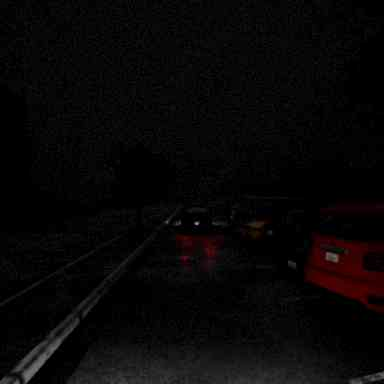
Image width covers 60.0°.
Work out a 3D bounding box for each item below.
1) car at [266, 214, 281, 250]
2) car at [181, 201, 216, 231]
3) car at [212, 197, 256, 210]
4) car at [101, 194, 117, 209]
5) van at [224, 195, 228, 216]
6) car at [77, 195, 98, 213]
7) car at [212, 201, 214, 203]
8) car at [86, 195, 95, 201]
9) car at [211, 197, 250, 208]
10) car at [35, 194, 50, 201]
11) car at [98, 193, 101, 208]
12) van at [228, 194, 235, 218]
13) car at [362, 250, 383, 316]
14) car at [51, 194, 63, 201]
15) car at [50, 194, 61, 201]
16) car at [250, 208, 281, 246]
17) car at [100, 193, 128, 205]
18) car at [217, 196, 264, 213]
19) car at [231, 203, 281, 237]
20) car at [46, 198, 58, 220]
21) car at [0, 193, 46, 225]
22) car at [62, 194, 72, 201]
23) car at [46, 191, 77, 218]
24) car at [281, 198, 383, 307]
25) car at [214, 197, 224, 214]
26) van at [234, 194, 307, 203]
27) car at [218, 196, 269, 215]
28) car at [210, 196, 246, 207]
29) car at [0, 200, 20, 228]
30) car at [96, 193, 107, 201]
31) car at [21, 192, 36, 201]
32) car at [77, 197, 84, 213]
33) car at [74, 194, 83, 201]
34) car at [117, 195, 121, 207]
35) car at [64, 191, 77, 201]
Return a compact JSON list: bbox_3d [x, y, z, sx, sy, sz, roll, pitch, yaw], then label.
[{"bbox_3d":[4.865,1.513,9.470,4.792,1.488,2.163,1,0,-19],"label":"car"},{"bbox_3d":[0.280,1.521,20.390,1.812,1.442,4.674,0,0,1],"label":"car"},{"bbox_3d":[5.441,1.475,43.120,5.366,1.575,1.946,1,0,-19],"label":"car"},{"bbox_3d":[-12.888,1.457,43.537,5.008,1.535,2.097,-1,0,-19],"label":"car"},{"bbox_3d":[4.942,1.253,24.323,4.442,1.987,1.878,1,0,-19],"label":"van"},{"bbox_3d":[-12.995,1.206,34.523,5.566,2.045,2.435,-1,0,-19],"label":"car"},{"bbox_3d":[5.201,1.506,39.647,4.792,1.488,2.163,1,0,-19],"label":"car"},{"bbox_3d":[-26.412,1.628,86.317,2.231,1.521,4.892,1,-3,-19],"label":"car"},{"bbox_3d":[5.304,1.476,46.446,4.892,1.521,2.231,1,0,-19],"label":"car"},{"bbox_3d":[-31.175,1.119,69.480,2.231,1.521,4.892,0,-1,-18],"label":"car"},{"bbox_3d":[-12.944,1.331,37.519,4.553,1.767,2.185,-1,0,-19],"label":"car"},{"bbox_3d":[4.912,1.254,21.346,4.442,1.987,1.878,1,0,-19],"label":"van"},{"bbox_3d":[4.667,1.481,3.469,5.366,1.575,1.946,1,0,-20],"label":"car"},{"bbox_3d":[-28.218,1.158,69.409,2.002,1.452,4.674,1,-1,-19],"label":"car"},{"bbox_3d":[-35.488,1.504,86.569,2.185,1.767,4.553,1,-3,-18],"label":"car"},{"bbox_3d":[4.948,1.513,12.472,4.792,1.488,2.163,1,0,-19],"label":"car"},{"bbox_3d":[-12.817,1.193,49.563,5.566,2.045,2.435,-1,0,-19],"label":"car"},{"bbox_3d":[5.217,1.352,36.277,4.553,1.767,2.185,1,0,-19],"label":"car"},{"bbox_3d":[4.778,1.477,15.371,5.366,1.575,1.946,1,0,-19],"label":"car"},{"bbox_3d":[-13.097,1.487,25.502,4.792,1.488,2.163,-1,0,-19],"label":"car"},{"bbox_3d":[-13.187,1.207,22.469,5.566,2.045,2.435,-1,0,-19],"label":"car"},{"bbox_3d":[-32.462,1.504,86.499,2.185,1.767,4.553,1,-3,-19],"label":"car"},{"bbox_3d":[-13.068,1.206,28.509,5.566,2.045,2.435,-1,0,-19],"label":"car"},{"bbox_3d":[4.891,1.234,6.520,5.566,2.045,2.435,1,0,-19],"label":"car"},{"bbox_3d":[5.112,1.229,27.353,5.566,2.045,2.435,1,0,-19],"label":"car"},{"bbox_3d":[4.881,1.254,18.368,4.442,1.987,1.878,1,0,-19],"label":"van"},{"bbox_3d":[5.120,1.352,33.287,4.553,1.767,2.185,1,0,-19],"label":"car"},{"bbox_3d":[5.358,1.474,49.840,4.892,1.521,2.231,1,0,-19],"label":"car"},{"bbox_3d":[-13.198,1.458,19.480,5.008,1.535,2.097,-1,0,-19],"label":"car"},{"bbox_3d":[-23.408,1.376,86.267,2.435,2.045,5.566,1,-3,-19],"label":"car"},{"bbox_3d":[-34.125,0.993,69.531,2.185,1.767,4.553,0,-1,-18],"label":"car"},{"bbox_3d":[-13.027,1.487,31.513,4.792,1.488,2.163,-1,0,-19],"label":"car"},{"bbox_3d":[-29.426,1.500,86.362,2.185,1.767,4.553,1,-3,-19],"label":"car"},{"bbox_3d":[-12.837,1.493,46.562,4.674,1.452,2.002,-1,0,-19],"label":"car"},{"bbox_3d":[-25.243,0.866,69.317,2.435,2.045,5.566,1,-1,-18],"label":"car"}]
